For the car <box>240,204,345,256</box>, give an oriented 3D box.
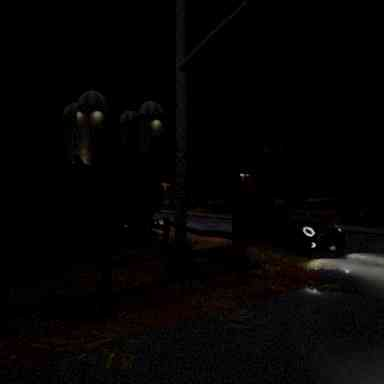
[{"bbox_3d":[3.734,1.352,13.430,2.097,1.767,4.553,0,0,-31],"label":"car"}]
